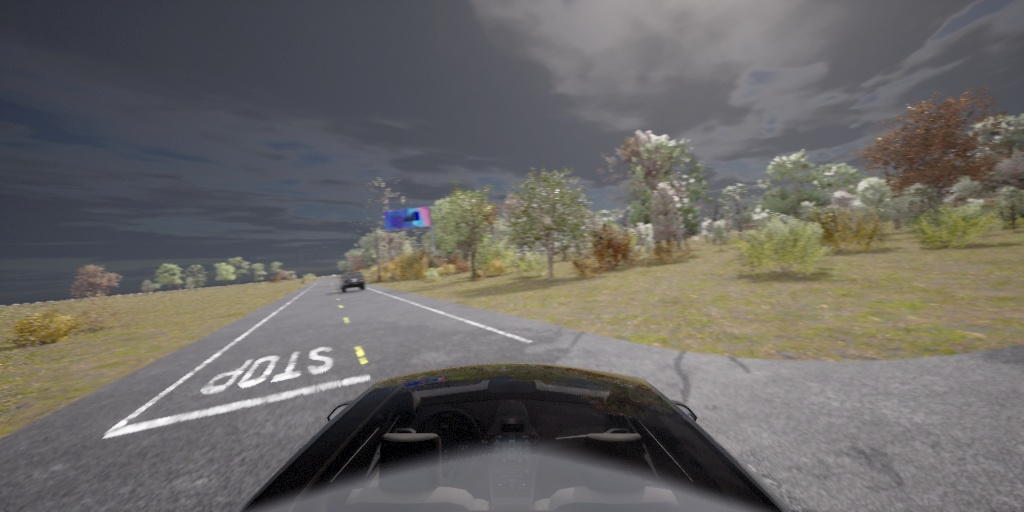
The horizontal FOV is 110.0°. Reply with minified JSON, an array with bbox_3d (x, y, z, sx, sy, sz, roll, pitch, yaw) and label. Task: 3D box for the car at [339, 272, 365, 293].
[{"bbox_3d":[-17.358,2.782,39.074,2.150,2.045,5.566,-5,0,-27],"label":"car"}]
